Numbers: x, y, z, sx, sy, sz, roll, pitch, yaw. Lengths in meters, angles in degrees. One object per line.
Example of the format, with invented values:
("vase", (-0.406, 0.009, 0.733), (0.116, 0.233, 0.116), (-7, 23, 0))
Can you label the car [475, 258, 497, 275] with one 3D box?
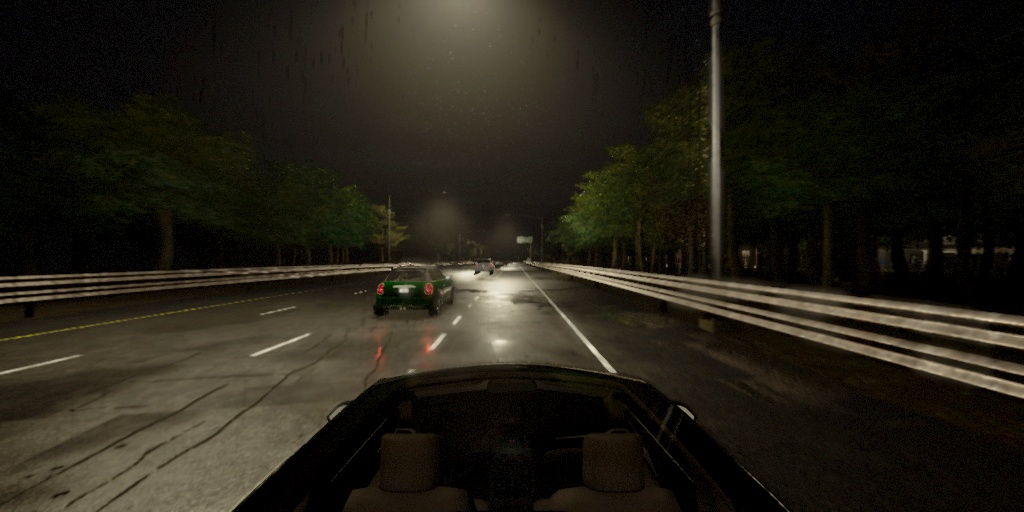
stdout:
("car", (-3.398, 1.313, 45.027), (2.150, 2.045, 5.566), (0, -1, 0))

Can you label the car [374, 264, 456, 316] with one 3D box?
("car", (-3.493, 1.149, 13.741), (2.097, 1.767, 4.553), (0, 0, 0))
